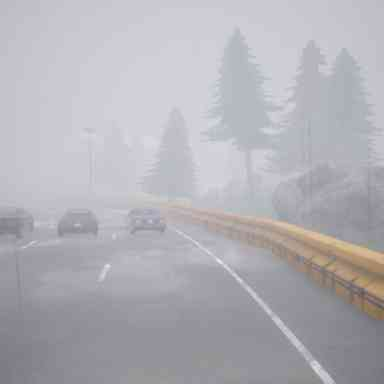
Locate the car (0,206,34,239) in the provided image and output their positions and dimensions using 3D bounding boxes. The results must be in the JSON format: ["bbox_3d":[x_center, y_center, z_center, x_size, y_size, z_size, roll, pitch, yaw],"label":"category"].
[{"bbox_3d":[-9.489,1.474,17.146,1.882,1.535,5.008,0,0,-16],"label":"car"}]

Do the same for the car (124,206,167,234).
[{"bbox_3d":[-2.767,1.532,19.095,2.033,1.411,5.357,0,0,-16],"label":"car"}]

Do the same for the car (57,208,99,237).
[{"bbox_3d":[-6.128,1.554,18.120,1.994,1.385,4.181,0,0,-16],"label":"car"}]
